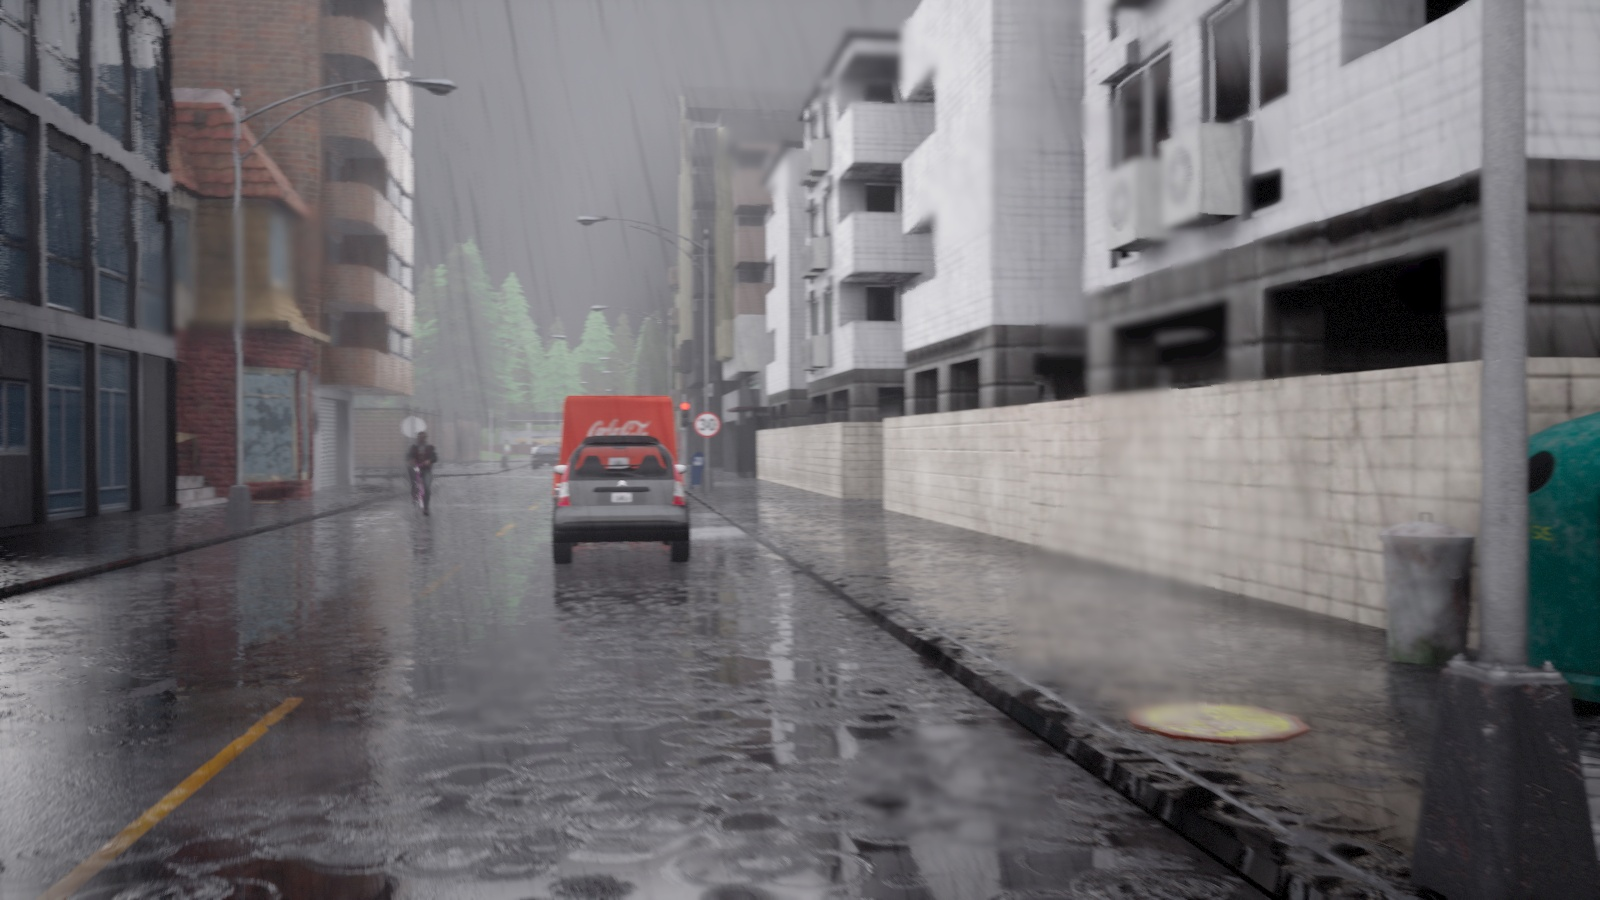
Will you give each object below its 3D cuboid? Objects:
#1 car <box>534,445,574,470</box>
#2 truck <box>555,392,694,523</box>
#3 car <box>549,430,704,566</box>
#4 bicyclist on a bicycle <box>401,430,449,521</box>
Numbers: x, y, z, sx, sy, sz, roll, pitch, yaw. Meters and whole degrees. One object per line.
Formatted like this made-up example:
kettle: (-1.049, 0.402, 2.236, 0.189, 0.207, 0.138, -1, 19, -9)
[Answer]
car: (-14.785, 0.413, 75.760, 2.033, 1.411, 5.357, 0, 0, -8)
truck: (-3.708, 0.125, 26.530, 2.627, 2.467, 5.204, 0, 0, -8)
car: (-2.359, 0.558, 17.071, 1.851, 1.617, 3.988, 0, 0, -8)
bicyclist on a bicycle: (-7.600, 0.491, 25.497, 0.659, 1.776, 1.843, 0, 0, -8)
